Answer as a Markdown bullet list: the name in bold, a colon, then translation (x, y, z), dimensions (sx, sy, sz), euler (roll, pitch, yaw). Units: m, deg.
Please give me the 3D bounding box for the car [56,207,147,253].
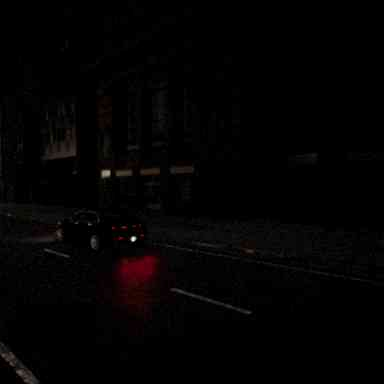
- **car**: translation (-3.778, 1.386, 13.357), dimensions (4.892, 1.490, 1.837), euler (0, 1, 45)
